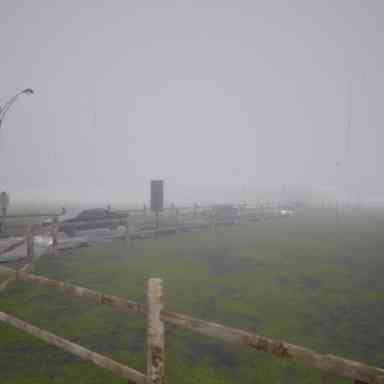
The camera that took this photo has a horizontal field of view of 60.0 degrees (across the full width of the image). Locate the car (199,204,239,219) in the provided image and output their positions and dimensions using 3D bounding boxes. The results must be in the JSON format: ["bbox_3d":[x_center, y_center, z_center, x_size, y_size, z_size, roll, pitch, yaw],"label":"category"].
[{"bbox_3d":[2.629,1.845,32.131,1.895,1.301,4.718,0,0,36],"label":"car"}]

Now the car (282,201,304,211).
[{"bbox_3d":[15.023,1.993,49.160,2.033,1.411,5.357,0,0,36],"label":"car"}]

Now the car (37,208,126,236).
[{"bbox_3d":[-6.250,1.658,19.770,2.033,1.411,5.357,0,0,35],"label":"car"}]
